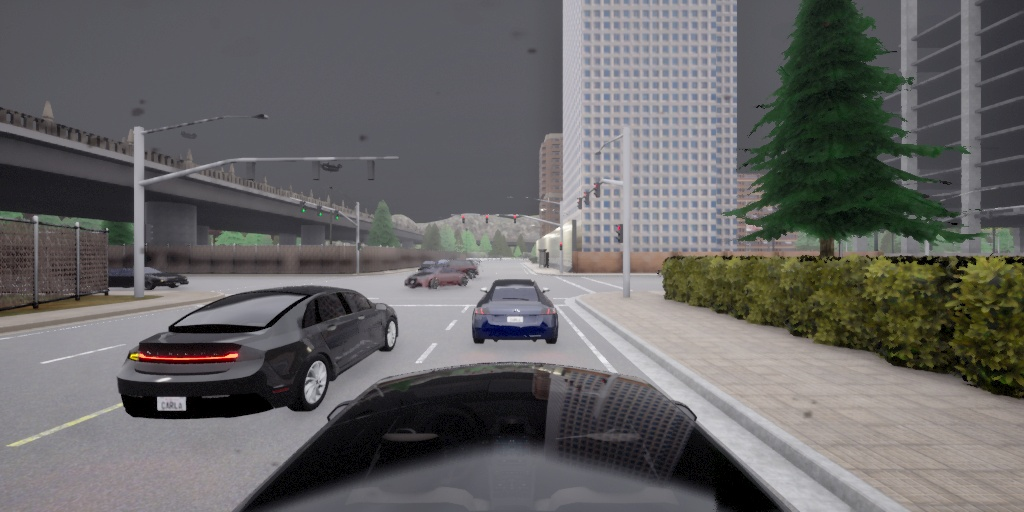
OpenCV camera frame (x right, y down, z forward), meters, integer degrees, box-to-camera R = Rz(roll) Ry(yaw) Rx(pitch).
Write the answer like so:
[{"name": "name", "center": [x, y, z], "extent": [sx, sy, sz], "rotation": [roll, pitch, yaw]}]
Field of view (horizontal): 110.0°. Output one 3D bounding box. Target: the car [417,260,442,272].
[{"name": "car", "center": [-10.593, 1.297, 46.480], "extent": [2.033, 1.411, 5.357], "rotation": [0, 0, 0]}]

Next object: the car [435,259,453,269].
[{"name": "car", "center": [-10.588, 1.227, 55.930], "extent": [1.882, 1.535, 5.008], "rotation": [0, 0, 0]}]

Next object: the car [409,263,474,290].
[{"name": "car", "center": [-4.717, 1.345, 22.629], "extent": [1.994, 1.385, 4.181], "rotation": [0, 0, 34]}]

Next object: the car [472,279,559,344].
[{"name": "car", "center": [0.079, 1.314, 9.611], "extent": [1.994, 1.385, 4.181], "rotation": [0, 0, 0]}]

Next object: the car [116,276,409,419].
[{"name": "car", "center": [-3.440, 1.255, 6.068], "extent": [1.837, 1.490, 4.892], "rotation": [0, 0, 0]}]

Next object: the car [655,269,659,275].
[{"name": "car", "center": [15.782, 1.406, 32.909], "extent": [4.718, 1.301, 1.895], "rotation": [0, 0, 0]}]

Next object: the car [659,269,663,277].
[{"name": "car", "center": [15.021, 1.406, 29.408], "extent": [4.718, 1.301, 1.895], "rotation": [0, 0, 0]}]

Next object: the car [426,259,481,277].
[{"name": "car", "center": [-5.253, 1.126, 32.864], "extent": [4.553, 1.767, 2.097], "rotation": [0, 0, 0]}]

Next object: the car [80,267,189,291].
[{"name": "car", "center": [-23.281, 1.353, 22.127], "extent": [5.357, 1.411, 2.033], "rotation": [0, 0, 0]}]
